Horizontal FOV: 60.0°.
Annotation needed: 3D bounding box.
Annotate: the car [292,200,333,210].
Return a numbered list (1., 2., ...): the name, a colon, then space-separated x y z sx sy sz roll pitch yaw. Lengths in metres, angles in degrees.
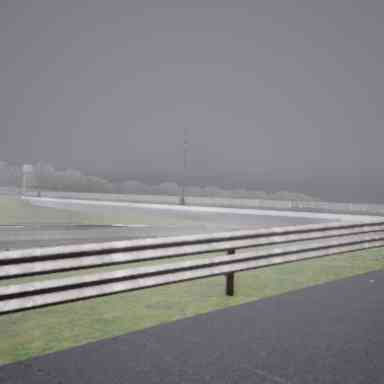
1. car: 15.203 1.817 42.147 4.892 1.490 1.837 2 -1 19
